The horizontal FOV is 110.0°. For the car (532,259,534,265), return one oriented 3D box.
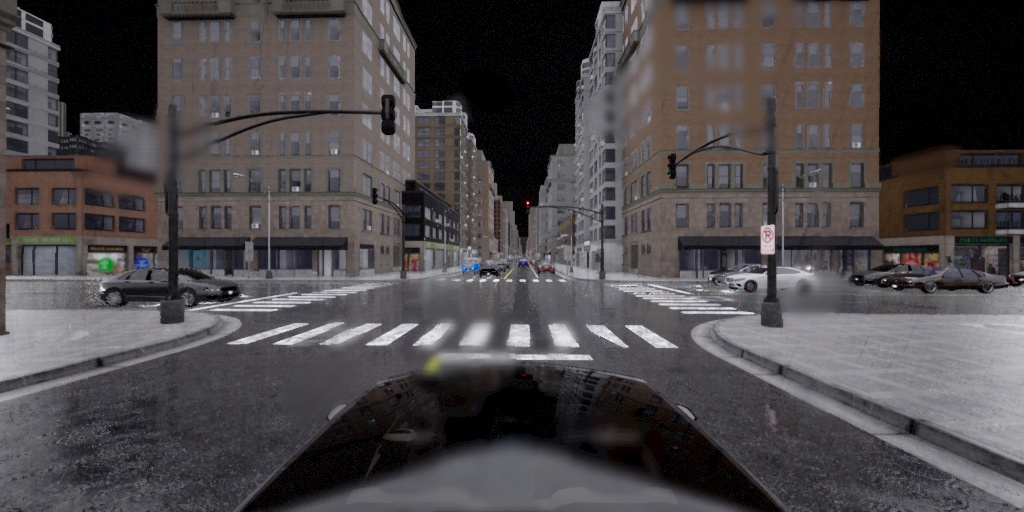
[{"bbox_3d":[4.002,1.340,46.369,1.948,1.339,4.313,0,0,2],"label":"car"}]

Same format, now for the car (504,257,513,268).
[{"bbox_3d":[-1.413,1.136,56.634,2.097,1.767,4.553,0,0,2],"label":"car"}]

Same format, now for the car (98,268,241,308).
[{"bbox_3d":[-13.853,1.241,14.644,4.892,1.490,1.837,0,0,2],"label":"car"}]

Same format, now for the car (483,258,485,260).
[{"bbox_3d":[-4.520,1.089,46.652,2.192,1.841,5.009,0,0,2],"label":"car"}]

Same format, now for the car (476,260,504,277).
[{"bbox_3d":[-2.142,1.364,35.814,1.895,1.301,4.718,0,0,2],"label":"car"}]

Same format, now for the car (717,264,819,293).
[{"bbox_3d":[14.769,1.290,20.531,4.674,1.442,1.812,0,0,3],"label":"car"}]

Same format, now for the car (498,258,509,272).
[{"bbox_3d":[-1.785,1.337,45.831,1.994,1.385,4.181,0,0,3],"label":"car"}]

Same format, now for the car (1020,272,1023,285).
[{"bbox_3d":[35.046,1.359,23.196,4.181,1.385,1.994,0,0,2],"label":"car"}]

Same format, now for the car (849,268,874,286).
[{"bbox_3d":[25.063,1.283,23.490,4.892,1.490,1.837,0,0,2],"label":"car"}]

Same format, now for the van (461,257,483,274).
[{"bbox_3d":[-4.707,1.109,41.132,1.690,1.789,3.998,0,0,2],"label":"van"}]

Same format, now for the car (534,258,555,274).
[{"bbox_3d":[3.814,1.208,40.847,1.967,1.591,4.097,0,0,2],"label":"car"}]

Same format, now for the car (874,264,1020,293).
[{"bbox_3d":[24.356,1.325,20.258,5.357,1.411,2.033,0,0,2],"label":"car"}]

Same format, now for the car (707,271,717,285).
[{"bbox_3d":[15.646,1.256,23.758,4.902,1.511,2.128,0,0,2],"label":"car"}]
